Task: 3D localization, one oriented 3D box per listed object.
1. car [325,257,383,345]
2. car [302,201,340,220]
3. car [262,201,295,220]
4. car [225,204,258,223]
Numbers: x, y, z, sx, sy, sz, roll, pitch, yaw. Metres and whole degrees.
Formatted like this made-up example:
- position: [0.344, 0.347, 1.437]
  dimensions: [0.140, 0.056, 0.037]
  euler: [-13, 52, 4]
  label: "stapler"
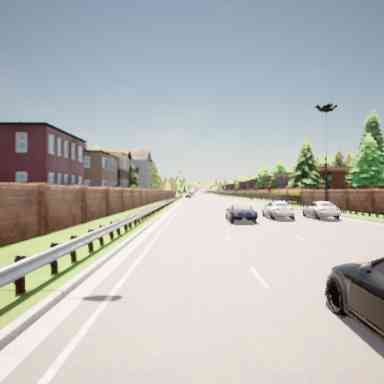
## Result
- position: [3.575, 1.557, 4.815]
  dimensions: [1.994, 1.385, 4.181]
  euler: [0, 0, 0]
  label: "car"
- position: [10.583, 1.481, 27.459]
  dimensions: [1.812, 1.442, 4.674]
  euler: [0, 0, 0]
  label: "car"
- position: [7.084, 1.481, 27.519]
  dimensions: [1.812, 1.442, 4.674]
  euler: [0, 0, 0]
  label: "car"
- position: [3.591, 1.561, 24.916]
  dimensions: [1.895, 1.301, 4.718]
  euler: [0, 0, 0]
  label: "car"
